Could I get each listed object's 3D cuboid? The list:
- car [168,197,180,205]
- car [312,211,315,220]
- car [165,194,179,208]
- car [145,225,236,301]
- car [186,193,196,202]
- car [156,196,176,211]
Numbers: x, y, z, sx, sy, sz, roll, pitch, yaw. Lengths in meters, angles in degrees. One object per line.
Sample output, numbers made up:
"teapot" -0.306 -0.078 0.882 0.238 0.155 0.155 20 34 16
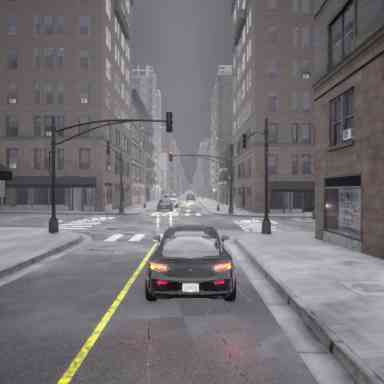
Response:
"car" -3.293 1.641 61.433 2.033 1.411 5.357 0 0 0
"car" 12.257 1.722 26.824 5.008 1.535 1.882 1 0 -1
"car" -3.285 1.294 50.854 2.150 2.045 5.566 0 0 0
"car" -0.024 1.527 8.196 1.812 1.442 4.674 0 0 0
"car" -0.306 1.360 81.732 2.150 2.045 5.566 0 0 0
"car" -3.264 1.557 40.800 1.837 1.490 4.892 0 0 -2
